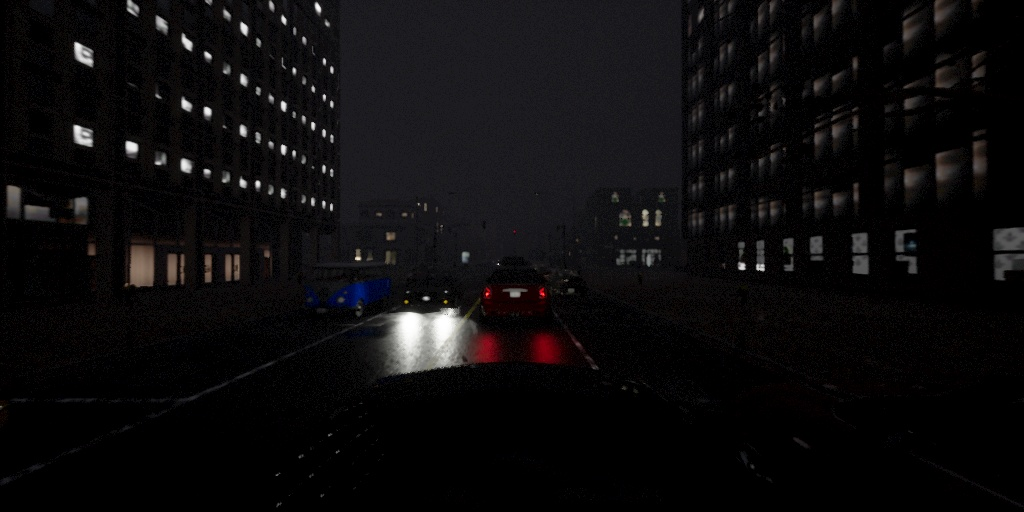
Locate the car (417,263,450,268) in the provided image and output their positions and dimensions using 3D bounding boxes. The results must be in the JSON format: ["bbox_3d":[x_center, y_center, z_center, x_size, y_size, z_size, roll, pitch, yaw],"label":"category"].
[{"bbox_3d":[-5.691,1.228,24.191,1.967,1.591,4.097,0,0,0],"label":"car"}]

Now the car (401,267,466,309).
[{"bbox_3d":[-3.100,1.337,14.898,1.994,1.385,4.181,0,0,0],"label":"car"}]

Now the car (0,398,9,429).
[{"bbox_3d":[-5.691,1.274,1.252,1.751,1.417,4.829,0,0,0],"label":"car"}]

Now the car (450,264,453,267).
[{"bbox_3d":[-5.691,1.349,29.883,2.007,1.370,4.403,0,0,0],"label":"car"}]

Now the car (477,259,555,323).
[{"bbox_3d":[0.092,1.120,12.353,2.097,1.767,4.553,0,0,0],"label":"car"}]

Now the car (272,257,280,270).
[{"bbox_3d":[-30.953,0.991,48.046,5.009,1.841,2.192,0,0,1],"label":"car"}]

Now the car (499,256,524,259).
[{"bbox_3d":[0.098,1.019,28.908,2.150,2.045,5.566,0,0,0],"label":"car"}]

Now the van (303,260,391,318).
[{"bbox_3d":[-5.691,1.110,12.807,1.690,1.789,3.998,0,0,0],"label":"van"}]

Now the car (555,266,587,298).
[{"bbox_3d":[2.690,1.330,18.482,2.007,1.370,4.403,0,0,0],"label":"car"}]

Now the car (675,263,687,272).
[{"bbox_3d":[23.641,1.513,47.171,4.207,1.307,1.802,0,0,1],"label":"car"}]

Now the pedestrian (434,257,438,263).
[{"bbox_3d":[-12.553,0.979,59.096,0.375,1.860,0.375,0,-1,1],"label":"pedestrian"}]

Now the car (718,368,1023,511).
[{"bbox_3d":[2.690,1.190,1.406,1.967,1.591,4.097,0,0,0],"label":"car"}]
